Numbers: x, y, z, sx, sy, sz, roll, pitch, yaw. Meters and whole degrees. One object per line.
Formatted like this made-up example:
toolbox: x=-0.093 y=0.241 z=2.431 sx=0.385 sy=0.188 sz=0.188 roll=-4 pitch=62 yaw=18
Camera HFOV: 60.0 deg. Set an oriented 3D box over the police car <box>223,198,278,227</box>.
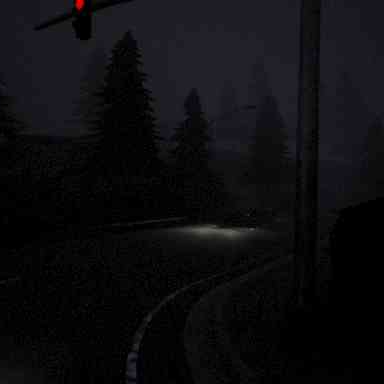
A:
police car: x=3.785 y=1.232 z=21.399 sx=1.930 sy=1.638 sz=5.238 roll=1 pitch=1 yaw=38
